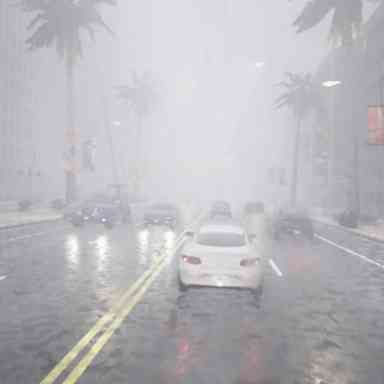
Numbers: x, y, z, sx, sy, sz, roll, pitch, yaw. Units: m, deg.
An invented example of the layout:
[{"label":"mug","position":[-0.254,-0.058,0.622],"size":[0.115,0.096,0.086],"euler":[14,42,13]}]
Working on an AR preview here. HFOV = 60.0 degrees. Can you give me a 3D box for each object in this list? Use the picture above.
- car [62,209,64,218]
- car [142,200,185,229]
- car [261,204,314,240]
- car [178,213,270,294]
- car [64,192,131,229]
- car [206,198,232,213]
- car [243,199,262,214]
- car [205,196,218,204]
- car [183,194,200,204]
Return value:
[{"label":"car","position":[-8.012,1.226,25.162],"size":[2.231,1.521,4.892],"euler":[1,0,5]},{"label":"car","position":[-1.844,1.410,21.294],"size":[1.837,1.490,4.892],"euler":[1,0,5]},{"label":"car","position":[5.066,1.587,17.724],"size":[1.837,1.490,4.892],"euler":[1,0,5]},{"label":"car","position":[0.745,1.523,8.755],"size":[1.812,1.442,4.674],"euler":[1,0,5]},{"label":"car","position":[-5.416,1.040,20.547],"size":[2.150,2.045,5.566],"euler":[1,0,5]},{"label":"car","position":[2.676,1.541,30.449],"size":[2.033,1.411,5.357],"euler":[1,0,5]},{"label":"car","position":[6.726,1.556,36.488],"size":[1.882,1.535,5.008],"euler":[1,0,5]},{"label":"car","position":[3.856,1.476,61.717],"size":[1.812,1.442,4.674],"euler":[1,0,23]},{"label":"car","position":[-0.119,1.207,60.984],"size":[2.097,1.767,4.553],"euler":[2,0,20]}]
